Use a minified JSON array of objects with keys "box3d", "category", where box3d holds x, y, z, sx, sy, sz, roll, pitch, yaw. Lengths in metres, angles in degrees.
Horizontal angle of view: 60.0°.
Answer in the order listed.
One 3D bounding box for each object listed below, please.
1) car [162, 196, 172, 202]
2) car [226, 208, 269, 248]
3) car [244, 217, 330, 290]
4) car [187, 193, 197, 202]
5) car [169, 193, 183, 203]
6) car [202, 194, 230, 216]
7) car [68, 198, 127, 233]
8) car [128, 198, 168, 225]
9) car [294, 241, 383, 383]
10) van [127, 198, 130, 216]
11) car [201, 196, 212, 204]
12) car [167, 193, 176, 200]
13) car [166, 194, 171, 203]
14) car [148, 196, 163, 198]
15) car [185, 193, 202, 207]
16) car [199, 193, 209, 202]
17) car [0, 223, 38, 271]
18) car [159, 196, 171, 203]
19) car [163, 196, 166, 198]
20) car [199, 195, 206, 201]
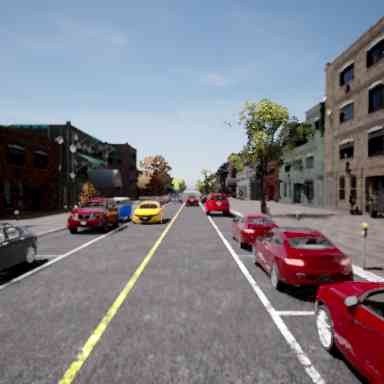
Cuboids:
[{"box3d":[-5.661,1.535,75.398,1.802,1.307,4.206,-1,0,0],"category":"car"},{"box3d":[2.694,1.574,14.364,1.802,1.307,4.206,-1,0,0],"category":"car"},{"box3d":[2.691,1.577,8.816,1.802,1.307,4.206,-1,0,0],"category":"car"},{"box3d":[0.030,1.172,73.909,2.097,1.767,4.553,0,0,0],"category":"car"},{"box3d":[-2.984,1.344,65.961,2.097,1.767,4.553,0,0,0],"category":"car"},{"box3d":[2.407,1.209,32.319,2.150,2.045,5.566,0,0,0],"category":"car"},{"box3d":[-5.686,1.304,19.914,2.192,1.841,5.009,-1,0,0],"category":"car"},{"box3d":[-3.086,1.463,24.434,1.882,1.535,5.008,0,0,0],"category":"car"},{"box3d":[2.689,1.543,3.268,1.887,1.381,4.507,-1,0,0],"category":"car"},{"box3d":[-5.684,1.326,25.462,1.690,1.788,3.998,-1,0,0],"category":"van"},{"box3d":[2.715,1.526,64.300,1.947,1.339,4.313,-1,0,0],"category":"car"},{"box3d":[-5.657,1.256,92.042,2.192,1.841,5.009,-1,0,0],"category":"car"},{"box3d":[-5.666,1.542,64.301,1.802,1.307,4.206,-1,0,0],"category":"car"},{"box3d":[-5.674,1.411,47.656,1.967,1.590,4.097,-1,0,0],"category":"car"},{"box3d":[0.022,1.319,52.018,2.097,1.767,4.553,0,0,0],"category":"car"},{"box3d":[2.717,1.268,75.396,2.192,1.841,5.009,-1,0,0],"category":"car"},{"box3d":[-5.689,1.546,8.817,2.008,1.369,4.403,-1,0,0],"category":"car"},{"box3d":[-5.664,1.507,69.849,2.008,1.369,4.403,-1,0,0],"category":"car"},{"box3d":[-5.670,1.512,53.204,1.887,1.381,4.507,-1,0,0],"category":"car"},{"box3d":[2.724,1.527,86.493,1.802,1.307,4.206,-1,0,0],"category":"car"}]
